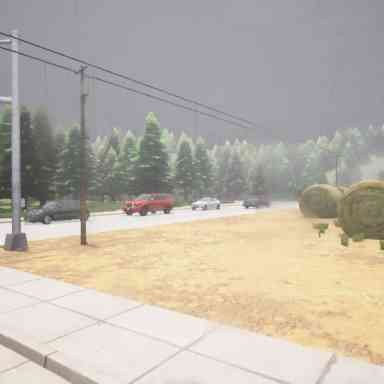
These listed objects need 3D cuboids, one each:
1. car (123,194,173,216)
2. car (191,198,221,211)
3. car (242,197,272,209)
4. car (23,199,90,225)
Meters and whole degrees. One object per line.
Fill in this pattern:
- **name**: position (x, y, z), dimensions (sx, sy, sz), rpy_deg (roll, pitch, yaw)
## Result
- **car**: position (-4.135, 1.180, 32.369), dimensions (2.150, 2.045, 5.566), rpy_deg (0, 0, 37)
- **car**: position (1.778, 1.431, 40.310), dimensions (1.812, 1.442, 4.674), rpy_deg (0, 0, 37)
- **car**: position (8.466, 1.411, 43.123), dimensions (2.033, 1.411, 5.357), rpy_deg (0, 0, 37)
- **car**: position (-9.918, 1.362, 24.592), dimensions (2.097, 1.767, 4.553), rpy_deg (0, 0, 37)
